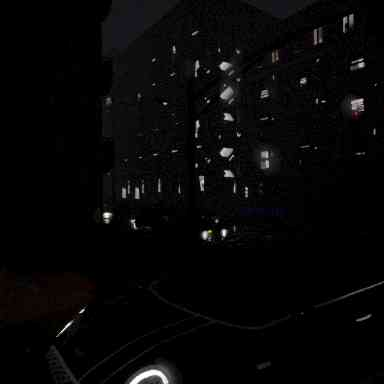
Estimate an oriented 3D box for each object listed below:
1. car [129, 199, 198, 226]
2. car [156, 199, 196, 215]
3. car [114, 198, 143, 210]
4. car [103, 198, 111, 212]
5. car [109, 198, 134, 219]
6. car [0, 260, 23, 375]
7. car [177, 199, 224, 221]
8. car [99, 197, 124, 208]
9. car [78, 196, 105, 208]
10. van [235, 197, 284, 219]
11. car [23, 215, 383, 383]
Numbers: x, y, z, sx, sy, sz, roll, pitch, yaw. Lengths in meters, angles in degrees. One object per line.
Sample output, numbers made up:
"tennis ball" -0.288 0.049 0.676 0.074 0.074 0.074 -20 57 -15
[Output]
"car" -1.826 1.441 20.026 1.967 1.590 4.097 0 0 -36
"car" -1.761 1.450 34.235 1.752 1.417 4.829 0 0 -36
"car" -8.298 1.463 43.271 1.887 1.381 4.507 -1 0 -36
"car" -11.337 1.439 37.608 1.882 1.535 5.008 -1 0 -36
"car" -5.350 1.532 29.308 1.994 1.385 4.181 -1 0 -37
"car" -3.559 1.525 4.030 4.829 1.417 1.752 0 0 -35
"car" 0.043 1.473 21.859 2.128 1.511 4.902 -1 0 -36
"car" -11.616 1.463 47.858 1.887 1.381 4.507 -1 0 -36
"car" -14.261 1.429 47.003 2.128 1.511 4.902 -1 0 -36
"van" 4.975 1.280 24.922 1.690 1.788 3.998 0 0 -36
"car" 0.743 1.351 3.906 4.553 1.767 2.097 0 0 -35
